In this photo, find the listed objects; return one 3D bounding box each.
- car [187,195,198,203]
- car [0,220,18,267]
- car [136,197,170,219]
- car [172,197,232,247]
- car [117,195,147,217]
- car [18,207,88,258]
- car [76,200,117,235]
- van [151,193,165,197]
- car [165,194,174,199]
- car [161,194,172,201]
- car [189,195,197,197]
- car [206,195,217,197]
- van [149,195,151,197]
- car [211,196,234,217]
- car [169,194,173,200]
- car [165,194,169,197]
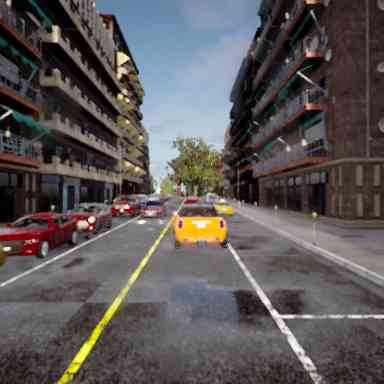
[{"bbox_3d":[0.093,1.240,59.623,1.812,1.442,4.674,0,0,0],"label":"car"},{"bbox_3d":[-5.680,1.492,6.629,1.752,1.417,4.829,1,0,0],"label":"car"},{"bbox_3d":[-3.113,1.391,27.453,1.812,1.442,4.674,0,0,0],"label":"car"},{"bbox_3d":[0.245,1.278,14.694,2.097,1.767,4.553,0,0,-3],"label":"car"},{"bbox_3d":[-5.679,1.170,29.444,2.192,1.841,5.009,1,0,0],"label":"car"},{"bbox_3d":[-5.680,1.482,12.459,1.887,1.381,4.507,1,0,0],"label":"car"},{"bbox_3d":[-5.679,1.350,18.121,1.967,1.590,4.097,1,0,0],"label":"car"},{"bbox_3d":[-5.682,1.090,52.090,1.690,1.788,3.998,1,0,0],"label":"van"},{"bbox_3d":[-5.782,1.152,86.057,2.008,1.369,4.403,1,0,0],"label":"car"},{"bbox_3d":[-5.688,1.199,74.738,2.008,1.369,4.403,1,0,0],"label":"car"},{"bbox_3d":[0.096,1.277,41.091,1.882,1.535,5.008,0,0,0],"label":"car"},{"bbox_3d":[2.701,1.373,35.068,1.887,1.381,4.507,1,0,0],"label":"car"},{"bbox_3d":[-5.680,1.170,35.105,1.690,1.788,3.998,1,0,0],"label":"van"},{"bbox_3d":[2.699,1.380,29.577,1.752,1.417,4.829,1,0,0],"label":"car"},{"bbox_3d":[-5.687,1.239,69.076,1.947,1.339,4.313,1,0,0],"label":"car"},{"bbox_3d":[-5.682,1.038,57.751,2.192,1.841,5.009,1,0,0],"label":"car"}]
